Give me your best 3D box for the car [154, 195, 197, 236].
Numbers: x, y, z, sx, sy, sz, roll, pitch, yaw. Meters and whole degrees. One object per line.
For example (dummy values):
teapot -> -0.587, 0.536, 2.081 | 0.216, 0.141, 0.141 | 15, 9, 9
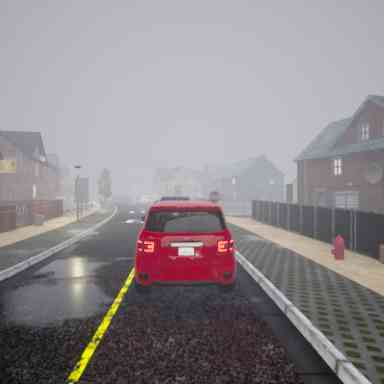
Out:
car -> -1.029, 1.227, 19.736 | 2.150, 2.045, 5.566 | 0, 0, -4

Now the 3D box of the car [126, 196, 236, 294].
car -> -0.230, 1.224, 8.991 | 2.150, 2.045, 5.566 | 0, 0, -3

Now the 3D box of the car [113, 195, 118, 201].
car -> -18.499, 1.467, 83.064 | 1.882, 1.535, 5.008 | 1, 0, -23

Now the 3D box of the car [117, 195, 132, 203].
car -> -14.459, 1.596, 73.391 | 2.033, 1.411, 5.357 | 1, 0, -22
